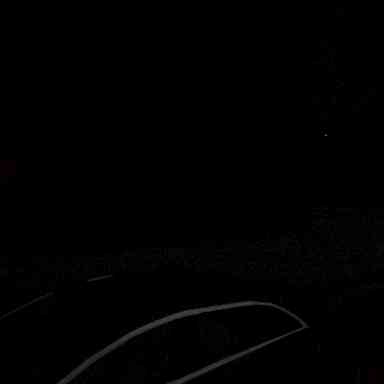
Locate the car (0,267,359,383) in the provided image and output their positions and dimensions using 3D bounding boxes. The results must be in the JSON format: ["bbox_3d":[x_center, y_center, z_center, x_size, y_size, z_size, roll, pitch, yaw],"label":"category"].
[{"bbox_3d":[-0.623,1.492,2.621,4.902,1.511,2.128,0,0,-35],"label":"car"}]
